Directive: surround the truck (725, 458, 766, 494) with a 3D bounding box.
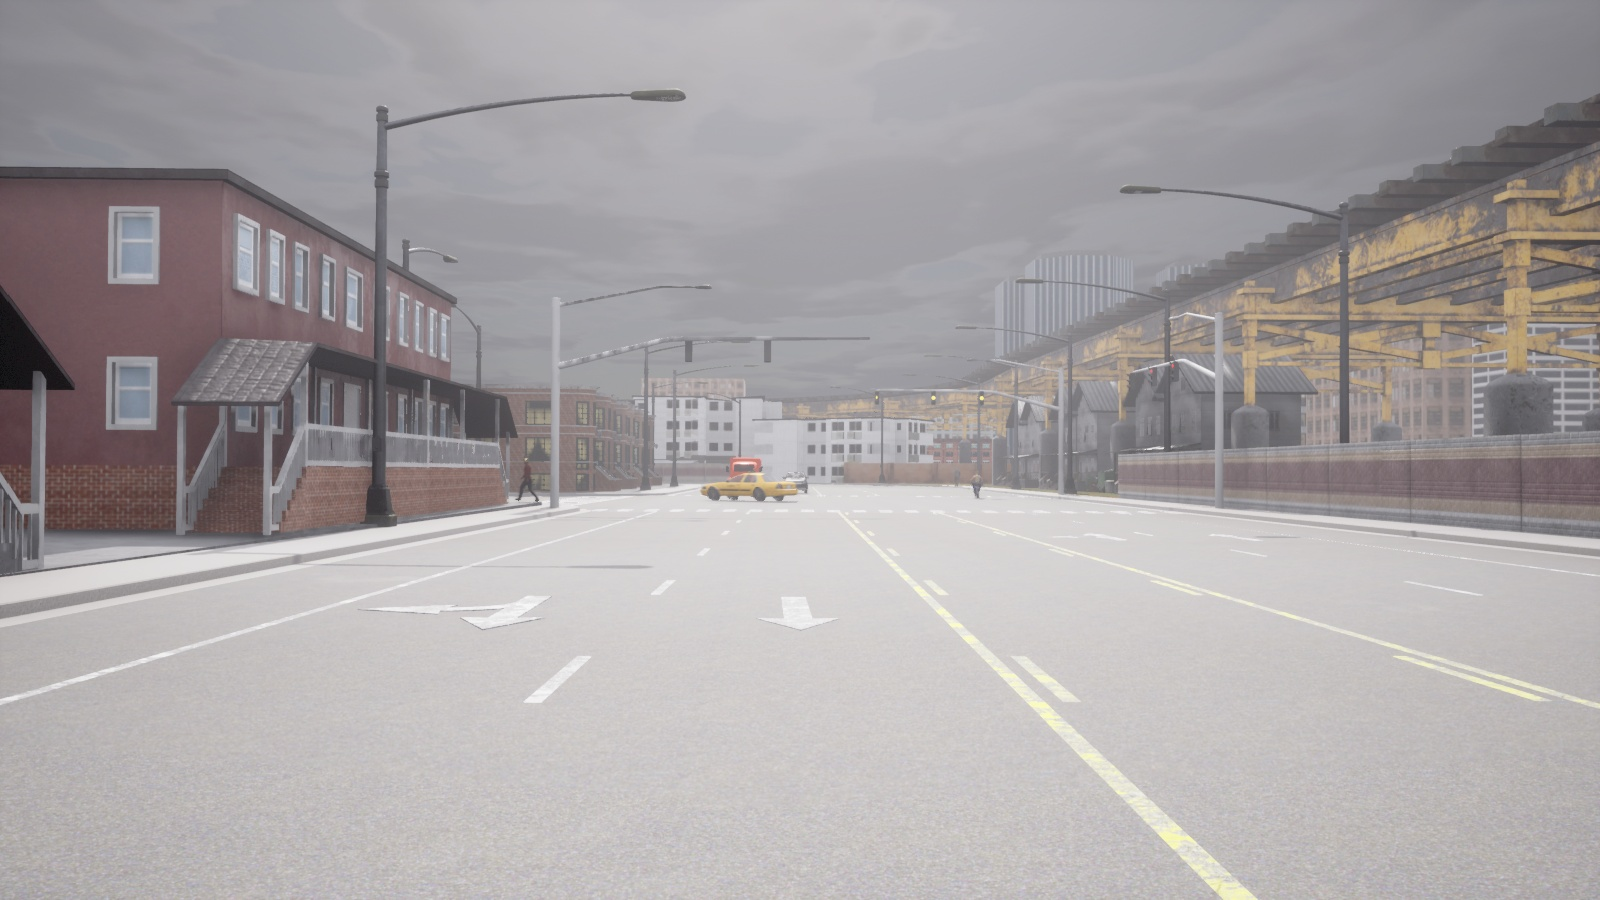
[{"bbox_3d":[-3.769,1.805,87.320,2.627,2.467,5.204,0,-1,0],"label":"truck"}]

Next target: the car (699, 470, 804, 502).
[{"bbox_3d":[-2.535,1.842,64.394,5.366,1.575,1.801,-1,-1,34],"label":"car"}]

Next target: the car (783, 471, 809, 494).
[{"bbox_3d":[-0.259,2.240,86.340,1.789,1.549,3.705,0,-1,0],"label":"car"}]

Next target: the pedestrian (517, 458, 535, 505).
[{"bbox_3d":[-10.964,1.260,50.276,0.636,1.846,0.331,0,-1,8],"label":"pedestrian"}]
